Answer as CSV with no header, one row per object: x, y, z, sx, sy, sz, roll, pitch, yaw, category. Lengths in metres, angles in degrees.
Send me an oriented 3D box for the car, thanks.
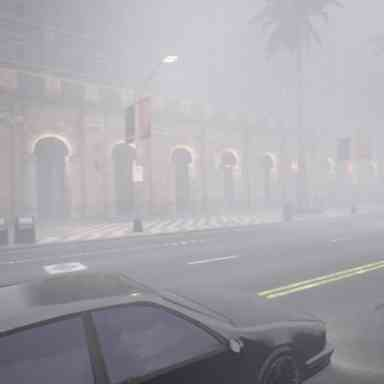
-0.987,1.539,3.045,5.357,1.411,2.033,-1,0,-35,car
